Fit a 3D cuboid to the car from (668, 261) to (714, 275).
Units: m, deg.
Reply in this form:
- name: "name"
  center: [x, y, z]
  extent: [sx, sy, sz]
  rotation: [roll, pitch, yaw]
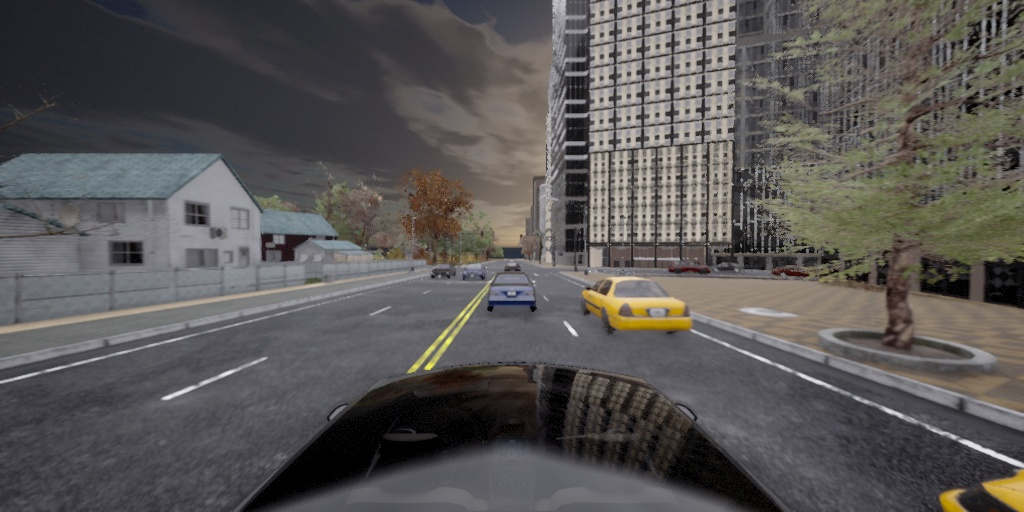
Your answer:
- name: "car"
  center: [23.019, 1.561, 46.754]
  extent: [5.009, 1.841, 2.192]
  rotation: [0, 0, 20]

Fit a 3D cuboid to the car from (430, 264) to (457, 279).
- name: "car"
  center: [-6.497, 1.468, 34.755]
  extent: [2.033, 1.411, 5.357]
  rotation: [0, 0, 0]

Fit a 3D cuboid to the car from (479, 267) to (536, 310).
- name: "car"
  center: [-0.006, 1.339, 14.825]
  extent: [2.033, 1.411, 5.357]
  rotation: [0, 0, 0]

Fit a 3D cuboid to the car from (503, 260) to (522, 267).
- name: "car"
  center: [0.069, 1.358, 38.467]
  extent: [1.882, 1.535, 5.008]
  rotation: [0, 0, 0]

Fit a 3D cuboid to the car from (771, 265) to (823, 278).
- name: "car"
  center: [33.665, 1.867, 42.854]
  extent: [4.507, 1.381, 1.888]
  rotation: [0, 0, 20]

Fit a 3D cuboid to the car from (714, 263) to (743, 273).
- name: "car"
  center: [31.053, 1.658, 52.202]
  extent: [4.403, 1.370, 2.007]
  rotation: [0, 0, 20]

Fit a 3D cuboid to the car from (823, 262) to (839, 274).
- name: "car"
  center: [38.987, 1.674, 40.904]
  extent: [5.009, 1.841, 2.192]
  rotation: [0, 0, 20]

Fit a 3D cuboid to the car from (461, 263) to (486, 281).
- name: "car"
  center: [-3.273, 1.379, 31.933]
  extent: [1.812, 1.442, 4.674]
  rotation: [0, 0, 0]

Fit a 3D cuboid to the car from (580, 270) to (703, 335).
- name: "car"
  center: [3.251, 1.234, 10.568]
  extent: [1.801, 1.575, 5.366]
  rotation: [0, 0, 0]
